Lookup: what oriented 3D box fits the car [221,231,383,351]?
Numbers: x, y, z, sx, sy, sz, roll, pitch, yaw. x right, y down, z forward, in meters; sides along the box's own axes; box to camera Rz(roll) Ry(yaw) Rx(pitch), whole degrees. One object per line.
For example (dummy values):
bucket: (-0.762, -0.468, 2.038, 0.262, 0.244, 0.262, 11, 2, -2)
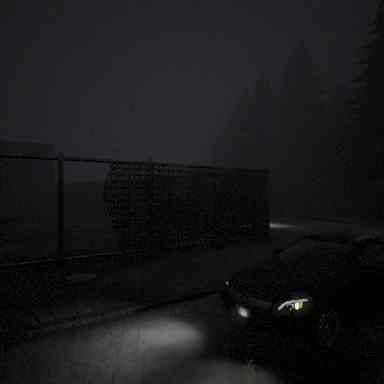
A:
car: (2.700, 1.526, 6.283, 4.674, 1.442, 1.812, 0, 0, -34)
